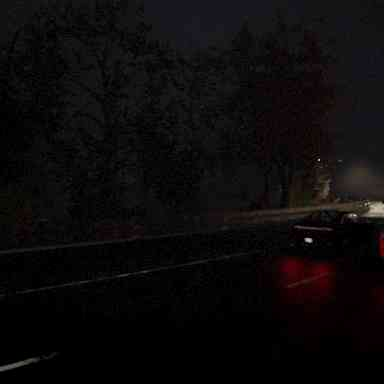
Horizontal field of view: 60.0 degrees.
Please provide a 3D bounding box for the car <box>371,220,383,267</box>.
[{"bbox_3d":[7.629,1.352,10.346,4.553,1.767,2.097,0,0,-42],"label":"car"}]

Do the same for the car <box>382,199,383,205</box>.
[{"bbox_3d":[34.729,1.511,58.018,2.128,1.511,4.902,0,0,16],"label":"car"}]

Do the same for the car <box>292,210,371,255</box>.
[{"bbox_3d":[5.954,1.504,13.536,4.902,1.511,2.128,0,0,-43],"label":"car"}]
